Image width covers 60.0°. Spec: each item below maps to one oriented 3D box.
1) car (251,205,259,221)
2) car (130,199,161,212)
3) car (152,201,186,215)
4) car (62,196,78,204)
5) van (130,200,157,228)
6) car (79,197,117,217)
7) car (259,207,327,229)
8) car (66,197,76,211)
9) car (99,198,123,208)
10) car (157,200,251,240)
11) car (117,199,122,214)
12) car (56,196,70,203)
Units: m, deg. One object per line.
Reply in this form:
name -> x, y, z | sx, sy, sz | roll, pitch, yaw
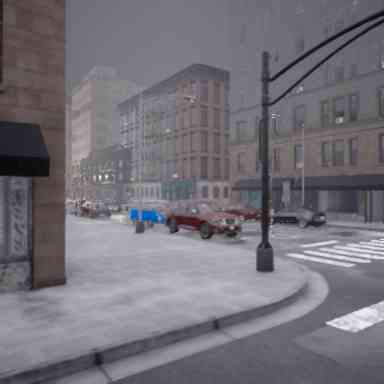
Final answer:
car -> 3.824, 1.642, 27.149 | 1.887, 1.381, 4.507 | 0, 0, -35
car -> -5.740, 1.628, 40.636 | 1.887, 1.381, 4.507 | 0, 0, -35
car -> -2.552, 1.670, 36.140 | 1.802, 1.307, 4.206 | 0, 0, -35
car -> -24.867, 1.608, 67.607 | 2.008, 1.369, 4.403 | 0, 0, -35
van -> -2.722, 1.419, 22.507 | 1.690, 1.788, 3.998 | 0, 0, -35
car -> -9.097, 1.509, 31.498 | 1.967, 1.590, 4.097 | 0, 0, -35
car -> 7.012, 1.667, 22.654 | 1.947, 1.339, 4.313 | 0, 0, -35
car -> -15.473, 1.499, 40.489 | 1.967, 1.590, 4.097 | 0, 0, -35
car -> -12.116, 1.624, 49.626 | 2.008, 1.369, 4.403 | 0, 0, -35
car -> 0.467, 1.396, 18.011 | 2.192, 1.841, 5.009 | 0, 0, -35
car -> -9.188, 1.563, 36.028 | 2.128, 1.511, 4.902 | 0, 0, -35
car -> -28.055, 1.638, 72.102 | 1.802, 1.307, 4.206 | 0, 0, -35
